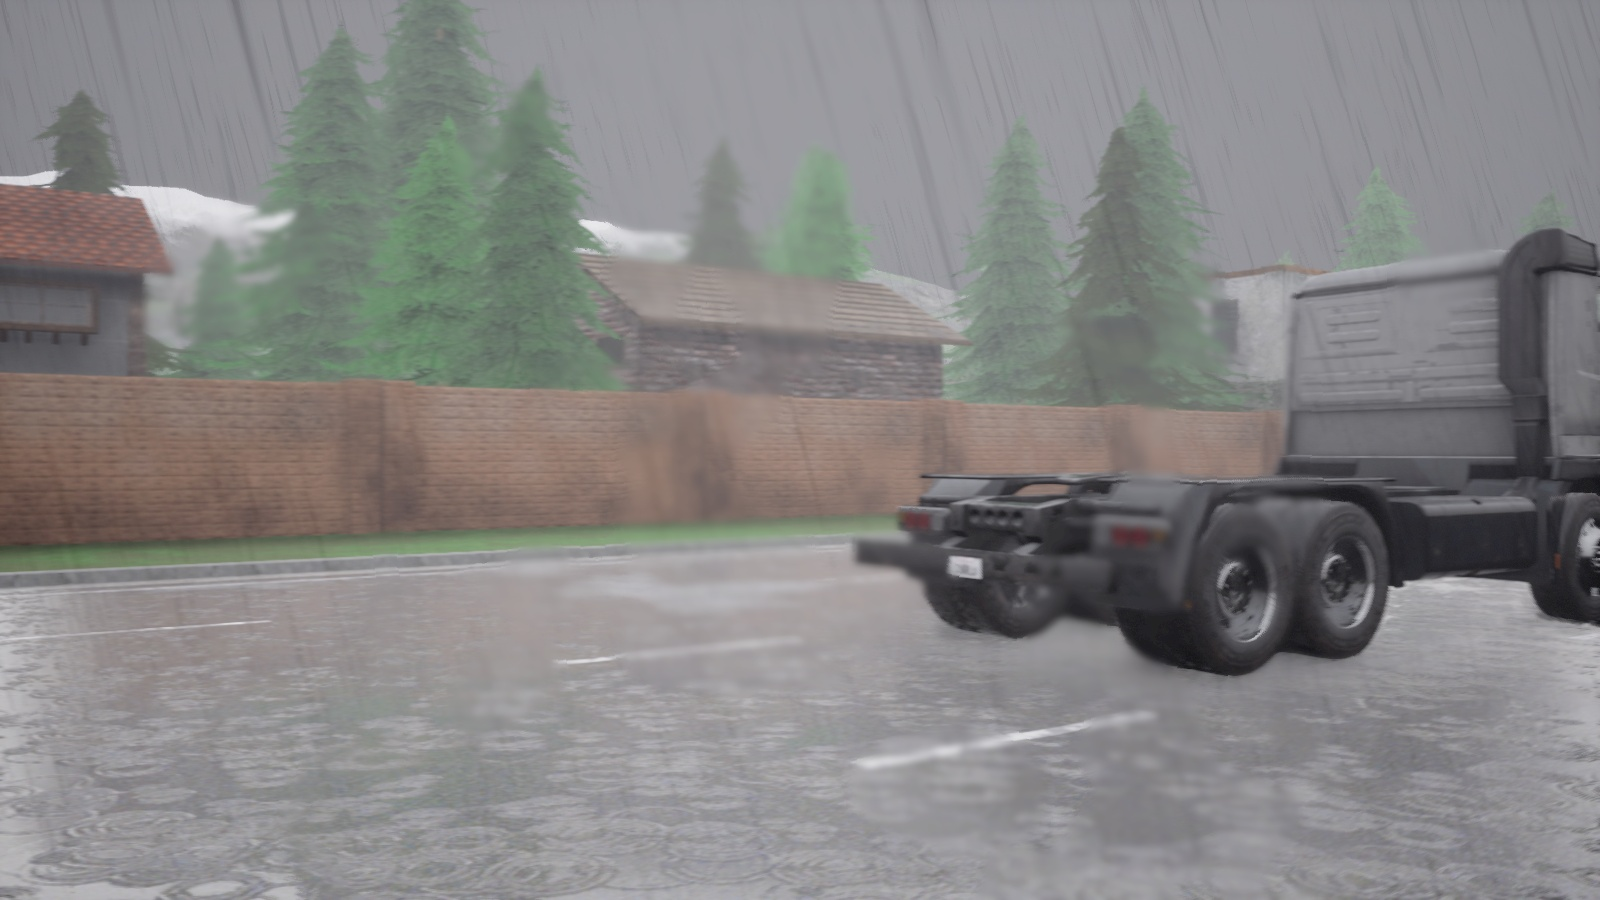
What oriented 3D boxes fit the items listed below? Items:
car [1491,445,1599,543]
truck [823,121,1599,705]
[{"bbox_3d":[14.556,0.709,22.319,5.366,1.575,1.801,0,0,-35],"label":"car"},{"bbox_3d":[4.268,-0.219,10.898,7.936,3.462,2.891,0,0,-35],"label":"truck"}]
